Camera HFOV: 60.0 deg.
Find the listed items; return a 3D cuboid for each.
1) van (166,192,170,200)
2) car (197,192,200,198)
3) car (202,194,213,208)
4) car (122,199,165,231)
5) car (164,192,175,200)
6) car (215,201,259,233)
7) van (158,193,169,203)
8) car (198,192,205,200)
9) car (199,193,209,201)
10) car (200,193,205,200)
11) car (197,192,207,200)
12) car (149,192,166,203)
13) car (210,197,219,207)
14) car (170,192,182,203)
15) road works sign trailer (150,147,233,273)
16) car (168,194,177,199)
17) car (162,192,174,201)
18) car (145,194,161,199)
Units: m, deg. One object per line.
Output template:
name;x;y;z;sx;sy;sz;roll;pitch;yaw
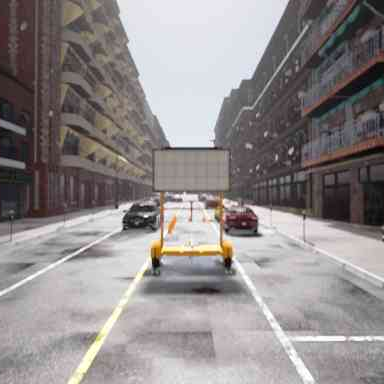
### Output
van;-5.295;1.042;57.481;1.690;1.788;3.998;2;0;0
car;2.579;1.209;68.483;1.887;1.381;4.507;1;0;0
car;2.581;1.317;40.829;1.887;1.381;4.507;1;0;0
car;-2.851;1.383;19.609;1.837;1.490;4.892;0;0;0
car;-5.297;0.948;79.603;2.192;1.841;5.009;1;0;0
car;2.584;1.428;18.707;1.887;1.381;4.507;1;0;0
van;-5.297;1.023;63.013;1.690;1.788;3.998;1;0;0
car;2.579;1.227;62.953;1.887;1.381;4.507;1;0;0
car;2.588;1.089;74.014;1.967;1.590;4.097;1;0;0
car;2.580;1.298;46.361;2.008;1.369;4.403;1;0;0
car;2.548;0.934;85.076;2.192;1.841;5.009;1;0;0
car;-5.293;1.062;46.422;2.192;1.841;5.009;2;0;0
car;2.583;1.377;24.409;1.752;1.417;4.829;1;0;0
car;-2.818;1.254;60.567;1.994;1.385;4.181;0;0;0
road works sign trailer;-0.010;0.397;10.372;2.380;3.560;2.880;0;0;0
car;-5.305;1.173;90.667;1.947;1.339;4.313;1;0;0
car;-5.297;0.963;74.074;2.192;1.841;5.009;1;0;0
car;-5.298;1.298;40.722;1.752;1.417;4.829;2;0;0
